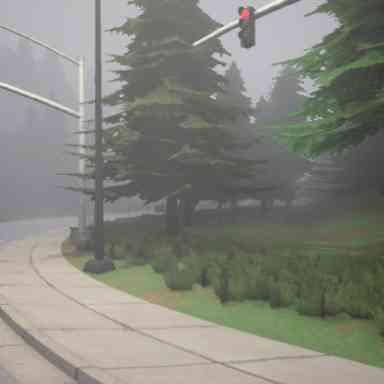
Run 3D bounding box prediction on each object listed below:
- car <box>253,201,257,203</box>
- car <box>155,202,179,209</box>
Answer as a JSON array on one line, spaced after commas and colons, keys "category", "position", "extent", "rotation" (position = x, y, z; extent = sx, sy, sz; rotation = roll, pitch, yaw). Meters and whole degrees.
[{"category": "car", "position": [9.244, 1.780, 50.194], "extent": [4.674, 1.442, 1.812], "rotation": [0, 0, -25]}, {"category": "car", "position": [-2.635, 1.849, 40.542], "extent": [1.994, 1.385, 4.181], "rotation": [-1, -1, 36]}]
